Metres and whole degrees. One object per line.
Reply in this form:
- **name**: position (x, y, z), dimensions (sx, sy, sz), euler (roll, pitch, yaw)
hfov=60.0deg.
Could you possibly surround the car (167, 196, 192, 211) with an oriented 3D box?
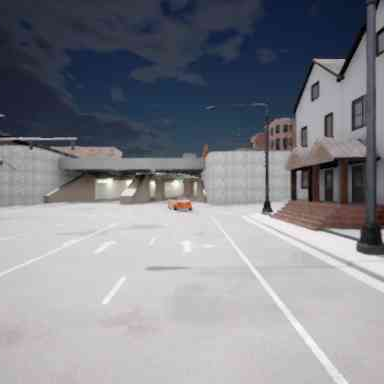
- **car**: position (-1.594, 1.252, 40.125), dimensions (2.097, 1.767, 4.553), euler (0, 0, -17)
